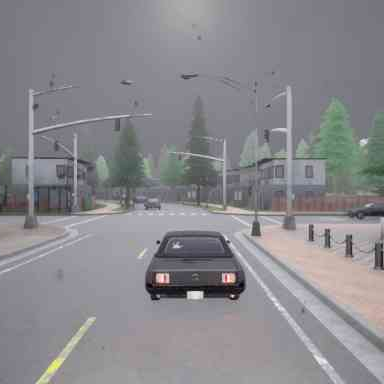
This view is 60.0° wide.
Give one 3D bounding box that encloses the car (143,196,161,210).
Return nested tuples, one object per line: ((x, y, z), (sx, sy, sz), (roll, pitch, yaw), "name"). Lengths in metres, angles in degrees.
((-4.948, 1.504, 42.442), (1.812, 1.442, 4.674), (0, 0, -6), "car")

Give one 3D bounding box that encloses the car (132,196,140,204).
((-9.689, 1.489, 61.462), (1.837, 1.490, 4.892), (0, 0, -23), "car")

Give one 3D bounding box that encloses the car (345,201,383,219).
((15.403, 1.519, 28.048), (4.674, 1.442, 1.812), (0, 0, 1), "car")

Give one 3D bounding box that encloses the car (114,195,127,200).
((-16.970, 1.346, 79.977), (4.674, 1.442, 1.812), (0, 0, 45), "car")

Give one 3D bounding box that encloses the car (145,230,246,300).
((0.032, 1.603, 8.320), (1.895, 1.301, 4.718), (0, 0, -1), "car")

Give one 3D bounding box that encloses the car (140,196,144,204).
((-6.471, 1.529, 52.012), (2.033, 1.411, 5.357), (0, 0, -14), "car")

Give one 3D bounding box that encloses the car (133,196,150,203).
((-10.967, 1.527, 71.916), (1.994, 1.385, 4.181), (0, 0, -36), "car")
